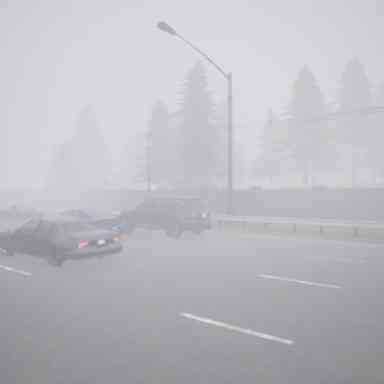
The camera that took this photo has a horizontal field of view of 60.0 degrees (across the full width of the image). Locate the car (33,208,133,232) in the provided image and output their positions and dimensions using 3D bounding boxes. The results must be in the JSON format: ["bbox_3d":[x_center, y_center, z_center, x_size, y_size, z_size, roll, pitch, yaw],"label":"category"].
[{"bbox_3d":[-5.484,1.520,16.445,5.008,1.535,1.882,0,0,36],"label":"car"}]

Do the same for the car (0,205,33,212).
[{"bbox_3d":[-14.204,1.684,26.950,4.718,1.301,1.895,0,0,36],"label":"car"}]

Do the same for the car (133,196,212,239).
[{"bbox_3d":[-1.567,1.259,17.929,5.566,2.045,2.150,0,0,36],"label":"car"}]

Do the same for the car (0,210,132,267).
[{"bbox_3d":[-4.794,1.580,11.618,5.357,1.411,2.033,0,0,36],"label":"car"}]
